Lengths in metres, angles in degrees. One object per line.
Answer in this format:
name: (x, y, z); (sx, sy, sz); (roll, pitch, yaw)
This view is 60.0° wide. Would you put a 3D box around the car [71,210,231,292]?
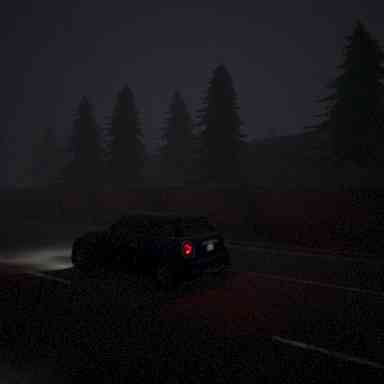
car: (-1.289, 1.332, 9.172); (4.553, 1.767, 2.097); (0, 0, 36)
